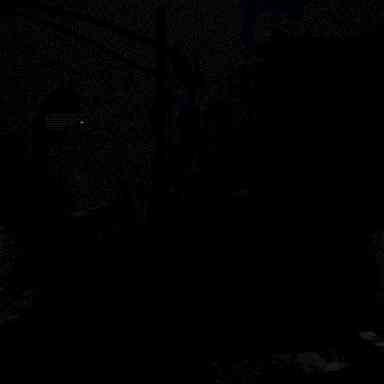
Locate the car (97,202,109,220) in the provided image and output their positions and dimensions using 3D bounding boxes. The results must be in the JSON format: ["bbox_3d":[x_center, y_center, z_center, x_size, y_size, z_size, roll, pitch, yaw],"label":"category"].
[{"bbox_3d":[-8.939,1.897,30.743,1.802,1.307,4.206,-1,0,-11],"label":"car"}]

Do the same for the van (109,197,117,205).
[{"bbox_3d":[-18.773,2.162,79.555,1.690,1.788,3.998,-1,0,-11],"label":"van"}]

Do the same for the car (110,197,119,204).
[{"bbox_3d":[-20.958,2.249,90.402,2.192,1.841,5.009,-1,0,-11],"label":"car"}]

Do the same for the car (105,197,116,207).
[{"bbox_3d":[-12.218,1.923,47.014,1.967,1.590,4.097,-1,0,-11],"label":"car"}]

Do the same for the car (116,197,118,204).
[{"bbox_3d":[-15.493,2.202,63.284,2.008,1.369,4.403,-1,0,-11],"label":"car"}]

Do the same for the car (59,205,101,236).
[{"bbox_3d":[-6.755,1.747,19.897,1.887,1.381,4.507,-1,0,-11],"label":"car"}]

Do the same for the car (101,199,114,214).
[{"bbox_3d":[-11.124,1.972,41.590,1.887,1.381,4.507,-1,0,-11],"label":"car"}]
